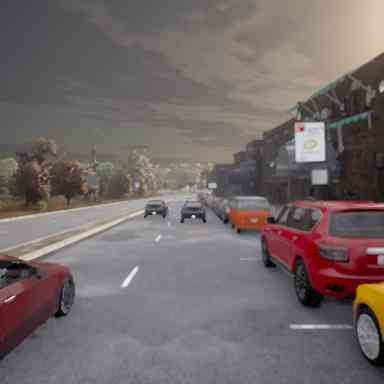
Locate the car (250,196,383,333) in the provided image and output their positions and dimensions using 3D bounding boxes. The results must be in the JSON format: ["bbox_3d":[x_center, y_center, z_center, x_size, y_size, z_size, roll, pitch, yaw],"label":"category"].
[{"bbox_3d":[3.226,1.221,8.194,2.435,2.045,5.566,0,0,0],"label":"car"}]

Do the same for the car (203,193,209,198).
[{"bbox_3d":[3.235,1.429,52.552,1.946,1.575,5.366,0,0,0],"label":"car"}]

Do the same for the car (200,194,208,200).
[{"bbox_3d":[3.219,1.393,91.355,1.946,1.575,5.366,0,0,0],"label":"car"}]

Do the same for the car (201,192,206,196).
[{"bbox_3d":[3.239,1.301,57.862,2.185,1.767,4.553,0,0,0],"label":"car"}]

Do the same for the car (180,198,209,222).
[{"bbox_3d":[0.105,1.482,26.043,1.837,1.490,4.892,0,0,0],"label":"car"}]

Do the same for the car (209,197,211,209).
[{"bbox_3d":[3.233,1.487,35.790,2.002,1.452,4.674,0,0,0],"label":"car"}]

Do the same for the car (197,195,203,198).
[{"bbox_3d":[0.109,1.486,42.981,1.812,1.442,4.674,0,0,0],"label":"car"}]

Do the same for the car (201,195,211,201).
[{"bbox_3d":[3.228,1.407,79.989,2.231,1.521,4.892,0,0,0],"label":"car"}]

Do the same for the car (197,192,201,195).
[{"bbox_3d":[3.222,1.150,85.673,2.435,2.045,5.566,0,0,0],"label":"car"}]

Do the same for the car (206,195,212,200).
[{"bbox_3d":[3.233,1.443,41.311,2.231,1.521,4.892,0,0,0],"label":"car"}]

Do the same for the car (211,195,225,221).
[{"bbox_3d":[3.231,1.326,30.361,2.185,1.767,4.553,0,0,0],"label":"car"}]

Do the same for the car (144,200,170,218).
[{"bbox_3d":[-3.144,1.477,30.001,1.837,1.490,4.892,0,0,0],"label":"car"}]

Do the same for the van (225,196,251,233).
[{"bbox_3d":[3.229,1.236,19.458,1.878,1.987,4.442,0,0,0],"label":"van"}]

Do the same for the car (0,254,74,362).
[{"bbox_3d":[-3.149,1.521,4.454,1.812,1.442,4.674,0,0,0],"label":"car"}]

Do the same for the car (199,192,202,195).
[{"bbox_3d":[3.229,1.412,74.463,2.231,1.521,4.892,0,0,0],"label":"car"}]
